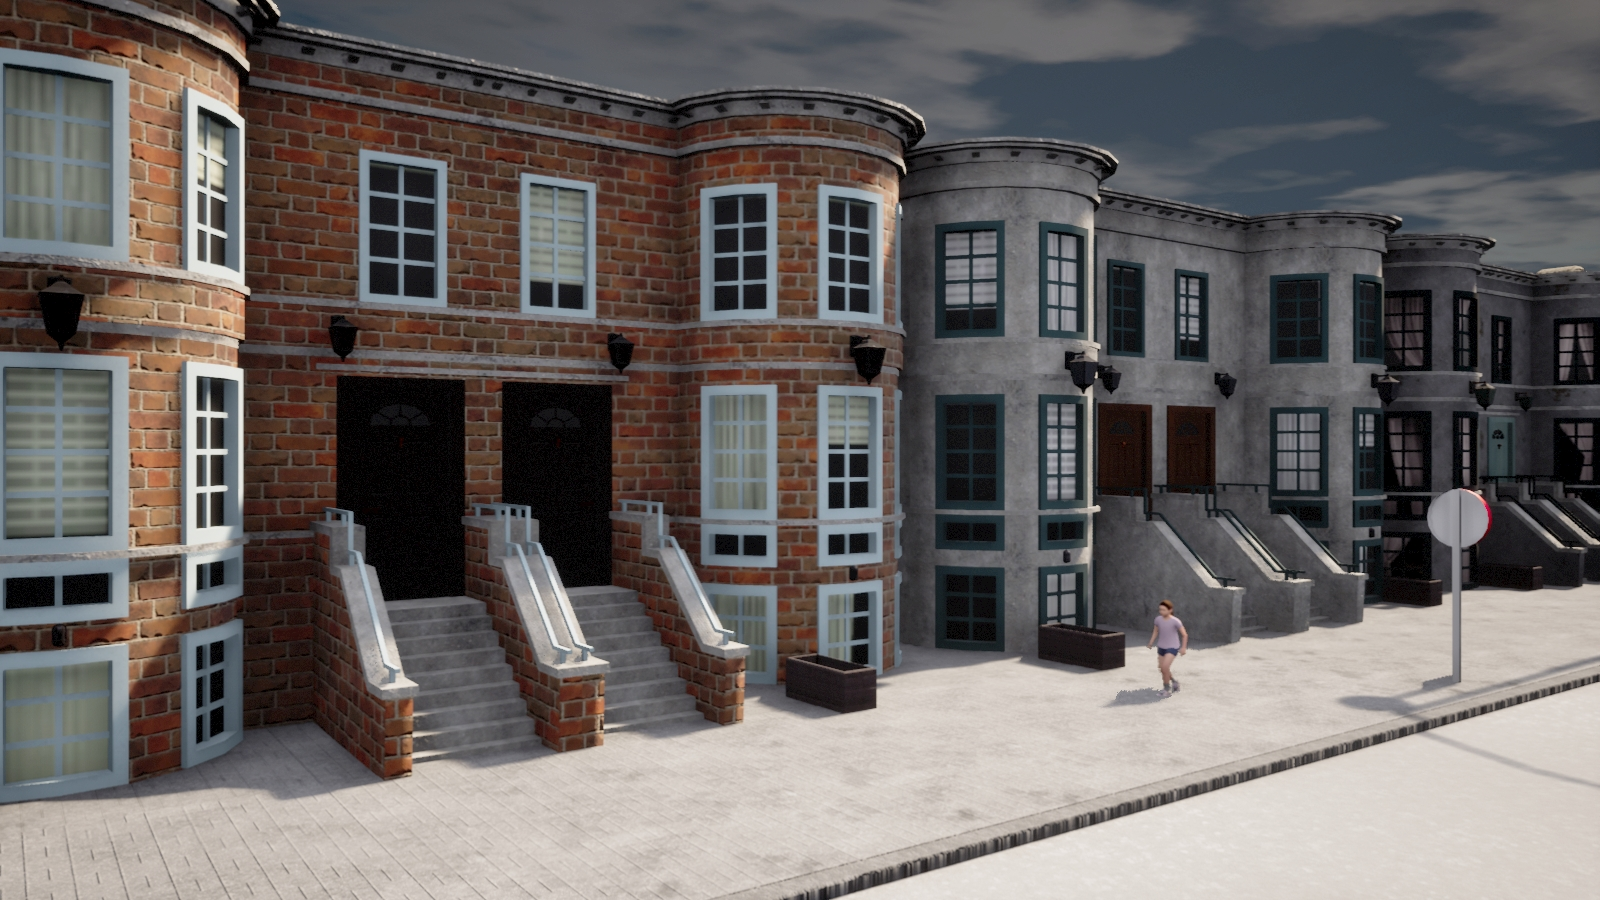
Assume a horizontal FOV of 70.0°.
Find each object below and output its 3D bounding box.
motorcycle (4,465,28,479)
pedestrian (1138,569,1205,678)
[{"bbox_3d":[-71.356,1.963,104.009,1.805,1.236,0.856,0,0,-35],"label":"motorcycle"},{"bbox_3d":[4.107,1.907,12.646,0.500,1.100,0.500,0,0,-34],"label":"pedestrian"}]
